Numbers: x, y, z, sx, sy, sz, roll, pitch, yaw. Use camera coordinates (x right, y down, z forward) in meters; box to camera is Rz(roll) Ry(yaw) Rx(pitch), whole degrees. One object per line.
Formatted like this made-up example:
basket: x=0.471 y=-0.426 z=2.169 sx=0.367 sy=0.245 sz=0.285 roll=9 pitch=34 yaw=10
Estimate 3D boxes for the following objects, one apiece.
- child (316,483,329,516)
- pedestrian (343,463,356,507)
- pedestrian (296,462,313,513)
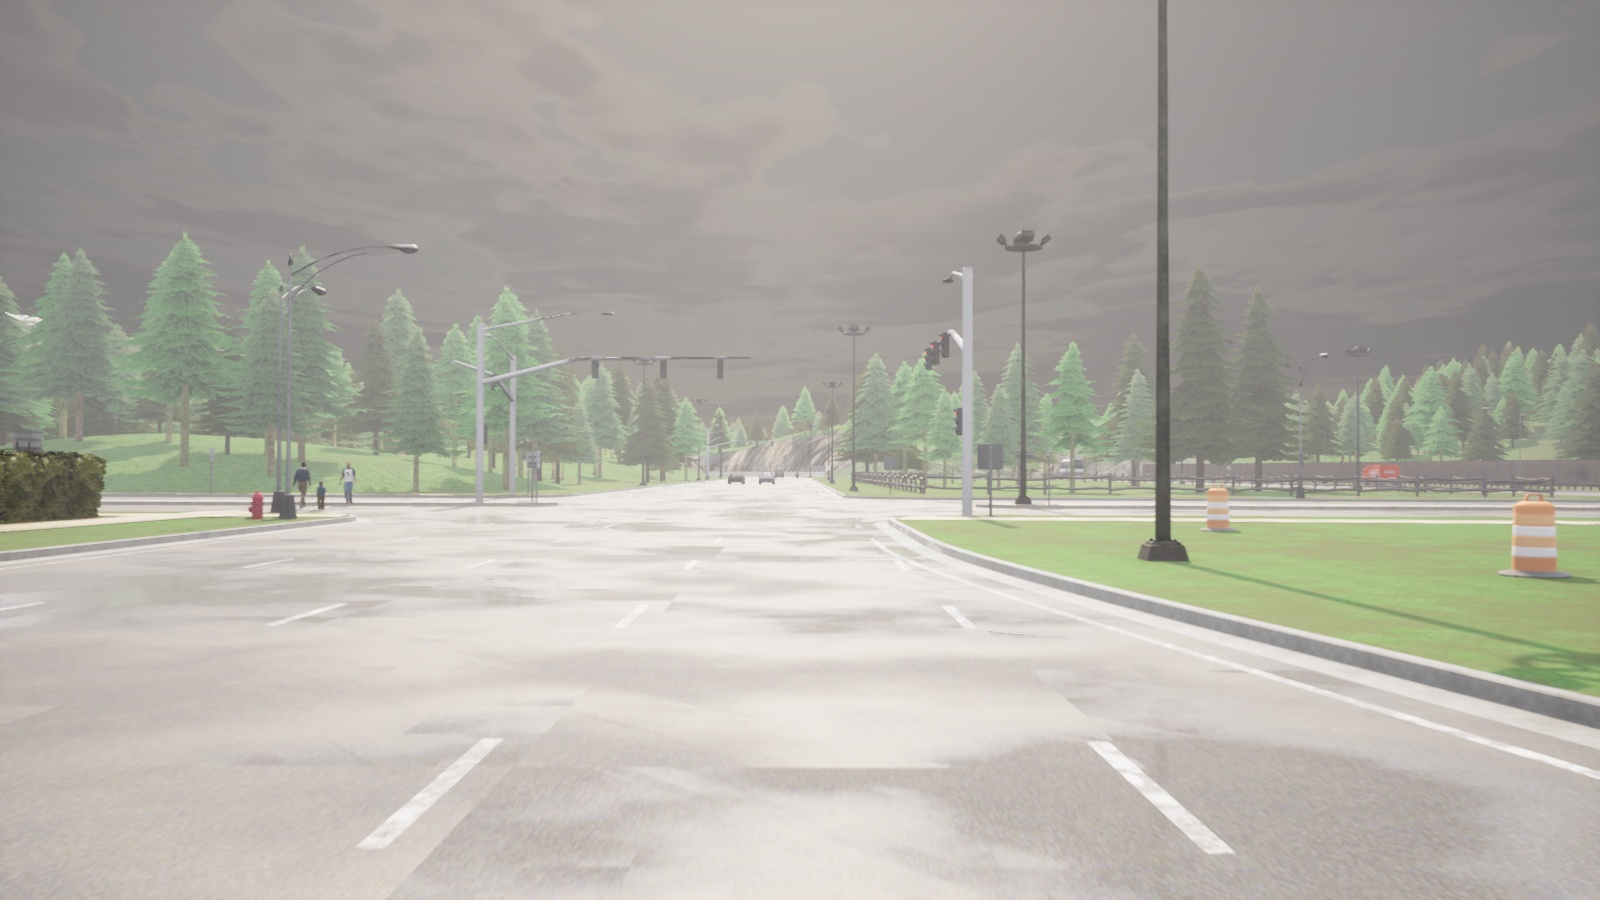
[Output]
child: x=-17.822 y=1.839 z=46.857 sx=0.343 sy=1.192 sz=0.448 roll=0 pitch=-1 yaw=-6
pedestrian: x=-18.875 y=1.459 z=52.646 sx=0.354 sy=1.836 sz=0.706 roll=0 pitch=-1 yaw=-8
pedestrian: x=-19.117 y=1.452 z=48.450 sx=0.423 sy=1.949 sz=0.788 roll=0 pitch=-1 yaw=-6
